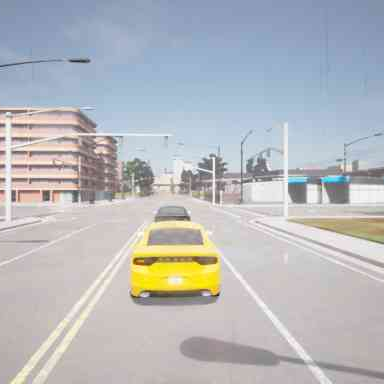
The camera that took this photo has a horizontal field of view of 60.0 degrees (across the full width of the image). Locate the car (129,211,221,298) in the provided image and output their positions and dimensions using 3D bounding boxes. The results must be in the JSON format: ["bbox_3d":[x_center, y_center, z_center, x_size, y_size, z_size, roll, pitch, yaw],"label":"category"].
[{"bbox_3d":[-0.437,1.478,8.594,1.882,1.535,5.008,0,0,-3],"label":"car"}]

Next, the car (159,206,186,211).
[{"bbox_3d":[-1.068,1.478,18.154,1.882,1.535,5.008,0,0,-4],"label":"car"}]
